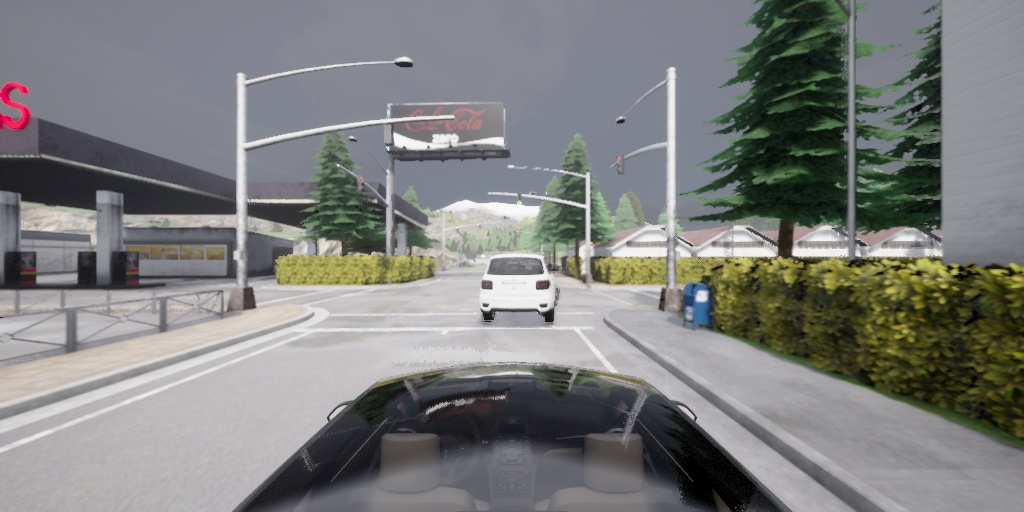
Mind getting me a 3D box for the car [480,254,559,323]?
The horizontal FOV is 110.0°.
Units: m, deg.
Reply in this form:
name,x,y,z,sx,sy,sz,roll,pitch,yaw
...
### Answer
name,x,y,z,sx,sy,sz,roll,pitch,yaw
car,0.421,0.961,12.365,2.150,2.045,5.566,-1,0,8
